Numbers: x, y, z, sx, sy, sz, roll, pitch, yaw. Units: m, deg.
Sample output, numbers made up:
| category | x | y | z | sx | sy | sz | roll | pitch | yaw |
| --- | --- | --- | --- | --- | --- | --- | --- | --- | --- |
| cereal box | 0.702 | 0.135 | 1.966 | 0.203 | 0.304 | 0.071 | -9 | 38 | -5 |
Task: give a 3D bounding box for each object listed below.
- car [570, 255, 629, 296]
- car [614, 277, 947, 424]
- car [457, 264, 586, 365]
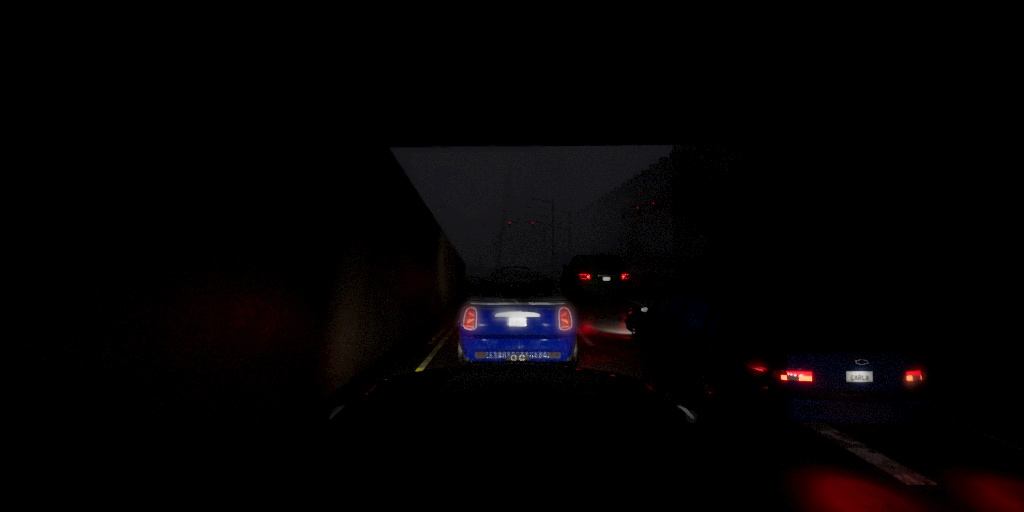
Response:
| category | x | y | z | sx | sy | sz | roll | pitch | yaw |
| --- | --- | --- | --- | --- | --- | --- | --- | --- | --- |
| car | 3.647 | 0.971 | 16.474 | 2.150 | 2.045 | 5.566 | 0 | 0 | 0 |
| car | 3.611 | 1.297 | 6.228 | 2.033 | 1.411 | 5.357 | 0 | 0 | 0 |
| car | 0.108 | 1.102 | 7.999 | 2.097 | 1.767 | 4.553 | 0 | 0 | 0 |
